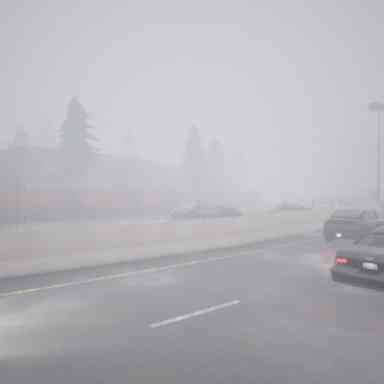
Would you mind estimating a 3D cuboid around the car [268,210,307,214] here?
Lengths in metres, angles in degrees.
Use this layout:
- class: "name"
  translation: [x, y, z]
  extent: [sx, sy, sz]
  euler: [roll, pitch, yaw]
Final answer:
- class: "car"
  translation: [7.237, 1.572, 25.170]
  extent: [2.033, 1.411, 5.357]
  euler: [0, 0, 42]

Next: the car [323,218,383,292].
- class: "car"
  translation: [5.500, 1.551, 8.403]
  extent: [5.357, 1.411, 2.033]
  euler: [0, 0, -41]

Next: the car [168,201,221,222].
- class: "car"
  translation: [0.278, 1.566, 27.955]
  extent: [1.812, 1.442, 4.674]
  euler: [0, 0, 43]

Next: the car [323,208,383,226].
- class: "car"
  translation: [7.779, 1.514, 15.376]
  extent: [4.892, 1.490, 1.837]
  euler: [0, 0, -44]

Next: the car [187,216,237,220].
- class: "car"
  translation: [1.942, 1.596, 24.681]
  extent: [1.994, 1.385, 4.181]
  euler: [0, 0, 44]
